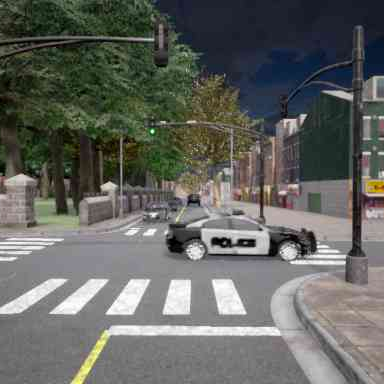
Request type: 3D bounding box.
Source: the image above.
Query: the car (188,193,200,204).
[{"bbox_3d":[0.367,1.308,65.906,2.150,2.045,5.566,0,0,0],"label":"car"}]

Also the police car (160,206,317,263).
[{"bbox_3d":[1.662,1.475,11.773,5.238,1.638,1.930,1,1,0],"label":"police car"}]

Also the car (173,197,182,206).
[{"bbox_3d":[-2.630,1.572,39.024,2.033,1.411,5.357,0,0,0],"label":"car"}]

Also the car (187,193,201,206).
[{"bbox_3d":[0.309,1.280,55.485,2.150,2.045,5.566,0,0,0],"label":"car"}]

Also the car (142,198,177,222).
[{"bbox_3d":[-2.686,1.501,26.220,2.128,1.511,4.902,0,0,2],"label":"car"}]
